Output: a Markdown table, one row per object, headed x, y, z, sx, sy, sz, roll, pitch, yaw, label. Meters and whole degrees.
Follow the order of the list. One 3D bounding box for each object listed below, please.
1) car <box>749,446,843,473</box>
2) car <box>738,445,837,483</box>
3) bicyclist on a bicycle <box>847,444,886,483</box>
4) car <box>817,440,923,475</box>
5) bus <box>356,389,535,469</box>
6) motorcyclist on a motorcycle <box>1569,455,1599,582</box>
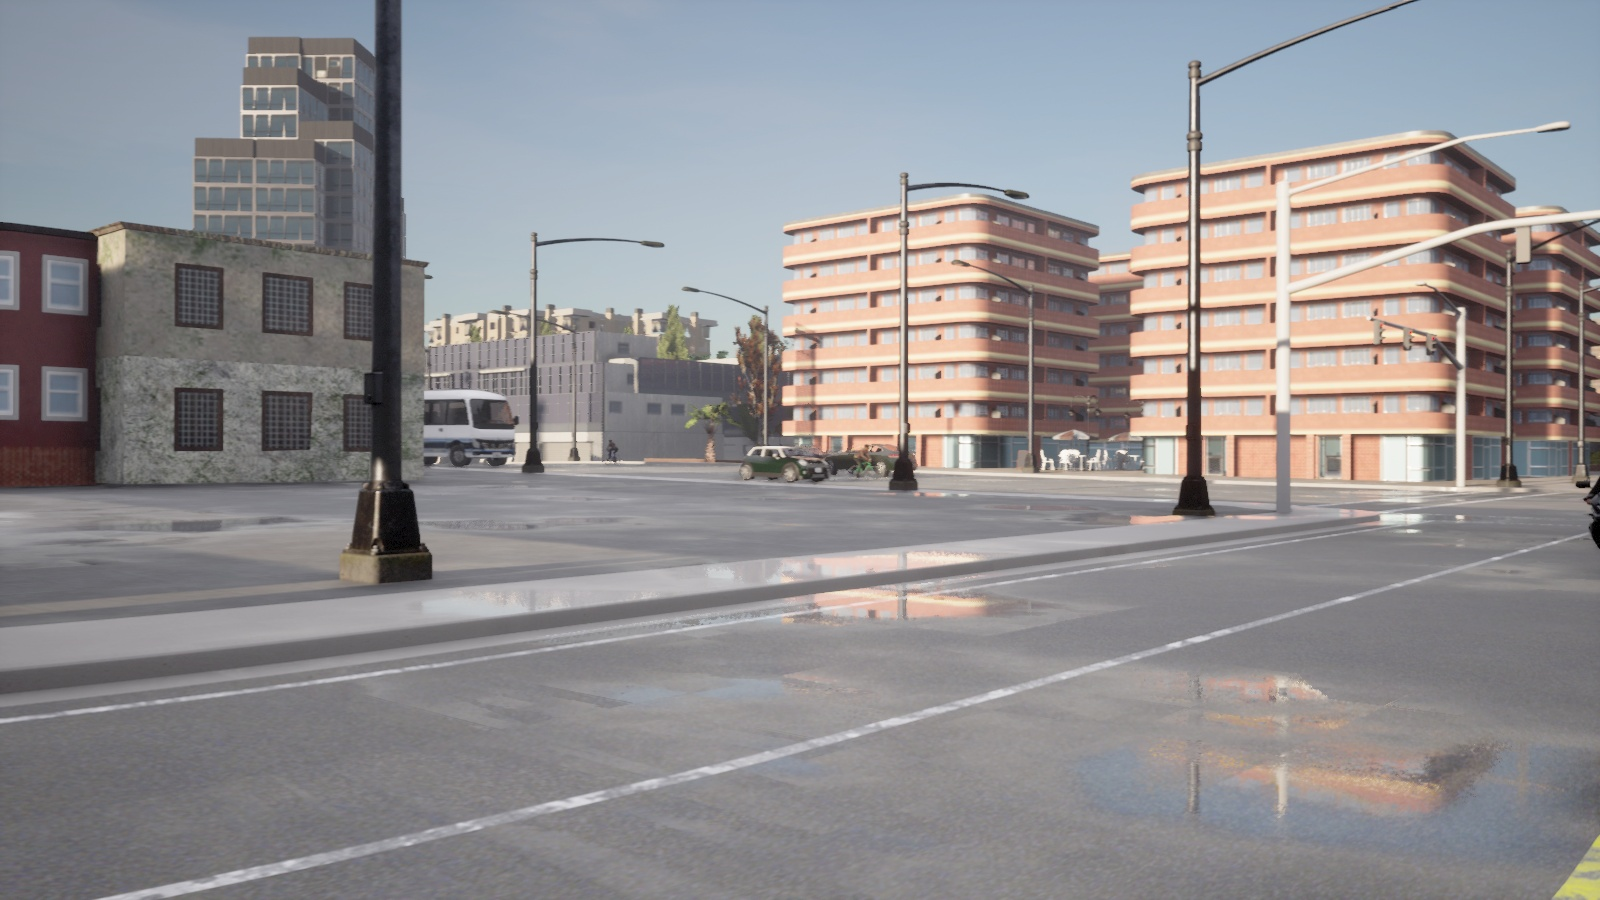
| x | y | z | sx | sy | sz | roll | pitch | yaw | label |
| --- | --- | --- | --- | --- | --- | --- | --- | --- | --- |
| -0.261 | 0.491 | 71.112 | 5.357 | 1.411 | 2.033 | 1 | 1 | 42 | car |
| -0.541 | 0.552 | 52.651 | 3.806 | 1.475 | 1.970 | 1 | 1 | 42 | car |
| 2.857 | 0.567 | 54.324 | 1.656 | 1.620 | 0.582 | 1 | 1 | 42 | bicyclist on a bicycle |
| 3.476 | 0.331 | 63.120 | 5.027 | 1.651 | 2.152 | 1 | 1 | 42 | car |
| -20.089 | -1.141 | 70.918 | 10.273 | 4.253 | 3.944 | 0 | 0 | 33 | bus |
| 10.456 | 0.829 | 15.940 | 0.866 | 1.530 | 2.191 | 0 | 0 | 40 | motorcyclist on a motorcycle |
